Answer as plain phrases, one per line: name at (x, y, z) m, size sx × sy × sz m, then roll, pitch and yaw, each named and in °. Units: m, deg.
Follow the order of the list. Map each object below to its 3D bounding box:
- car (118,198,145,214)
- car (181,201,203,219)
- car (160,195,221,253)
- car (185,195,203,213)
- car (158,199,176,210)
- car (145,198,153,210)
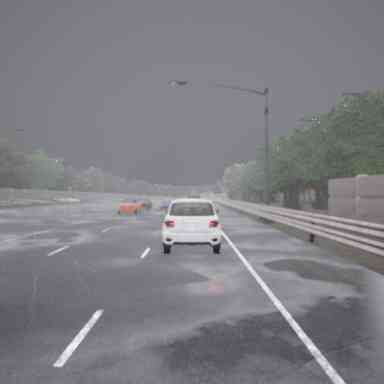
car at (-7.011, 1.563, 37.972) m, size 2.097 × 1.767 × 4.553 m, roll 0°, pitch 0°, yaw 0°
car at (-0.007, 1.618, 31.572) m, size 1.882 × 1.535 × 5.008 m, roll 0°, pitch -1°, yaw 0°
car at (-0.003, 1.281, 14.094) m, size 2.150 × 2.045 × 5.566 m, roll 0°, pitch 0°, yaw 0°
car at (0.251, 1.420, 41.408) m, size 2.150 × 2.045 × 5.566 m, roll 0°, pitch 0°, yaw 0°
car at (-3.450, 1.804, 47.558) m, size 2.033 × 1.411 × 5.357 m, roll 0°, pitch 0°, yaw 1°
car at (-6.929, 1.632, 48.194) m, size 2.097 × 1.767 × 4.553 m, roll 0°, pitch -1°, yaw 2°
